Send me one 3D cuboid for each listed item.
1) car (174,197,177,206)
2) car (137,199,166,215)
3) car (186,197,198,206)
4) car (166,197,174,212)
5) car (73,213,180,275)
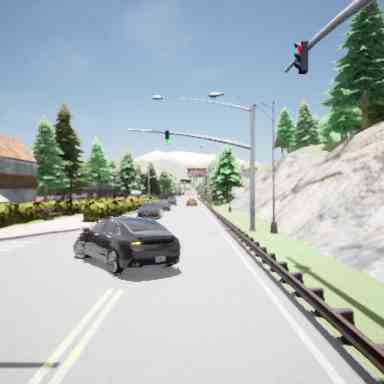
[{"bbox_3d":[-3.573,1.644,57.924,1.837,1.490,4.892,0,-1,0],"label":"car"},{"bbox_3d":[-3.613,1.575,29.267,1.837,1.490,4.892,0,0,0],"label":"car"},{"bbox_3d":[-0.038,1.611,56.097,1.882,1.535,5.008,0,0,0],"label":"car"},{"bbox_3d":[-3.613,1.624,41.221,1.812,1.442,4.674,0,0,0],"label":"car"},{"bbox_3d":[-2.246,1.558,10.787,1.837,1.490,4.892,3,-2,-36],"label":"car"}]
